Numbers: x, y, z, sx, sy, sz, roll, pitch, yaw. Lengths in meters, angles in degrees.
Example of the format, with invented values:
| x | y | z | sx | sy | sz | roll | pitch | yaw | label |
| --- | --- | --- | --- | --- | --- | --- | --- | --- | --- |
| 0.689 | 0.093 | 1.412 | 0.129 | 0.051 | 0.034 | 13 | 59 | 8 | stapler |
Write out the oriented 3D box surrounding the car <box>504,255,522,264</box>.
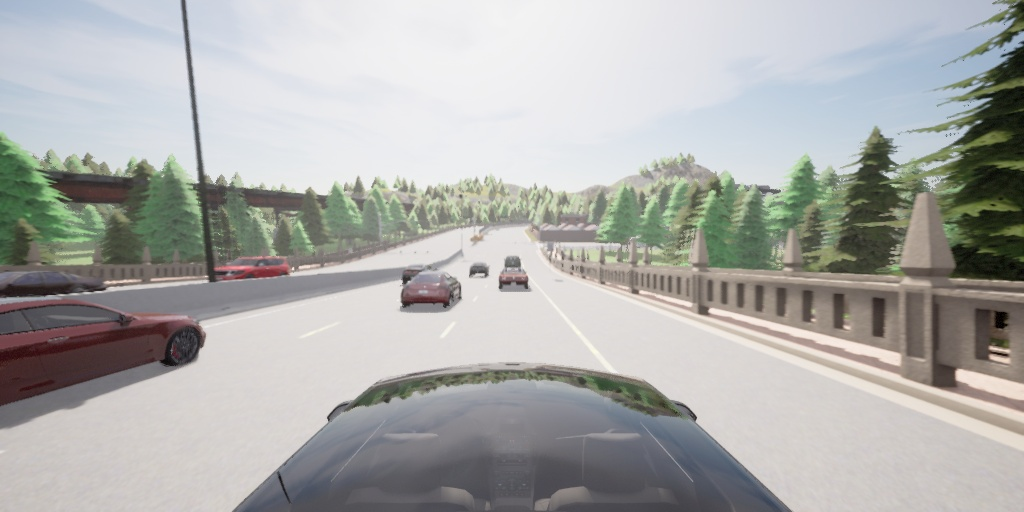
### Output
| x | y | z | sx | sy | sz | roll | pitch | yaw | label |
| --- | --- | --- | --- | --- | --- | --- | --- | --- | --- |
| 0.096 | 0.895 | 46.780 | 2.150 | 2.045 | 5.566 | 0 | 2 | 0 | car |

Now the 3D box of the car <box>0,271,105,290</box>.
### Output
| x | y | z | sx | sy | sz | roll | pitch | yaw | label |
| --- | --- | --- | --- | --- | --- | --- | --- | --- | --- |
| -21.021 | 1.343 | 15.391 | 2.033 | 1.411 | 5.357 | 0 | 0 | 0 | car |

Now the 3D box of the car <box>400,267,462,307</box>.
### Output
| x | y | z | sx | sy | sz | roll | pitch | yaw | label |
| --- | --- | --- | --- | --- | --- | --- | --- | --- | --- |
| -3.402 | 1.359 | 15.756 | 1.994 | 1.385 | 4.181 | 0 | 0 | 0 | car |

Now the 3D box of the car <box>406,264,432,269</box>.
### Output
| x | y | z | sx | sy | sz | roll | pitch | yaw | label |
| --- | --- | --- | --- | --- | --- | --- | --- | --- | --- |
| -6.903 | 1.335 | 27.246 | 1.837 | 1.490 | 4.892 | 0 | -1 | 0 | car |

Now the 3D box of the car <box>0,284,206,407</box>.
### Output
| x | y | z | sx | sy | sz | roll | pitch | yaw | label |
| --- | --- | --- | --- | --- | --- | --- | --- | --- | --- |
| -6.901 | 1.287 | 5.036 | 1.812 | 1.442 | 4.674 | 0 | 0 | 0 | car |

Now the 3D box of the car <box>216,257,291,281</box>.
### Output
| x | y | z | sx | sy | sz | roll | pitch | yaw | label |
| --- | --- | --- | --- | --- | --- | --- | --- | --- | --- |
| -17.514 | 1.049 | 24.327 | 2.150 | 2.045 | 5.566 | 0 | -1 | 0 | car |

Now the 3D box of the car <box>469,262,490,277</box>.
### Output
| x | y | z | sx | sy | sz | roll | pitch | yaw | label |
| --- | --- | --- | --- | --- | --- | --- | --- | --- | --- |
| -3.404 | 1.364 | 38.039 | 1.837 | 1.490 | 4.892 | 0 | -1 | 0 | car |

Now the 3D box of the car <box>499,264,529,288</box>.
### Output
| x | y | z | sx | sy | sz | roll | pitch | yaw | label |
| --- | --- | --- | --- | --- | --- | --- | --- | --- | --- |
| 0.097 | 1.424 | 24.323 | 1.895 | 1.301 | 4.718 | 0 | 0 | 0 | car |
